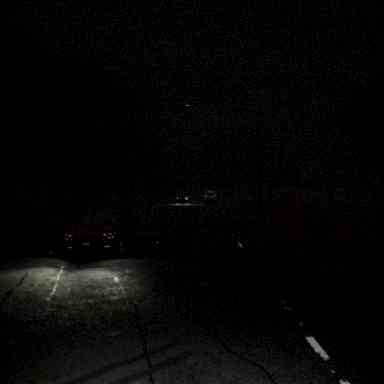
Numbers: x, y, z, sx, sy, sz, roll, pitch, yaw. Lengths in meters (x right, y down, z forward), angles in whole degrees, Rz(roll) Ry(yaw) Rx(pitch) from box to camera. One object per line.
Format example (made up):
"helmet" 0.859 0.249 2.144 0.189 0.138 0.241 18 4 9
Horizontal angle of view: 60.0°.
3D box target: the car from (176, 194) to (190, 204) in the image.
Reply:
"car" -1.511 1.048 56.547 2.097 1.767 4.553 0 0 3

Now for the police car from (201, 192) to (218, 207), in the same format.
"police car" 2.701 1.173 47.552 1.930 1.638 5.238 0 0 2

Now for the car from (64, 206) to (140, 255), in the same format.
"car" -3.367 1.376 13.266 1.882 1.535 5.008 -2 1 2

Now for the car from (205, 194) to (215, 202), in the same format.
"car" 3.399 1.159 63.448 1.837 1.490 4.892 1 0 2
